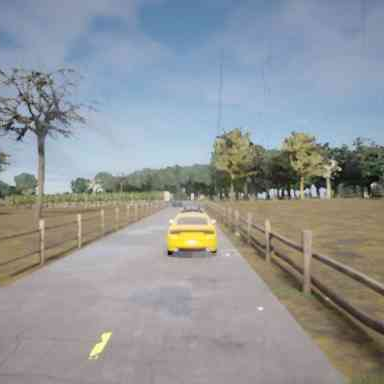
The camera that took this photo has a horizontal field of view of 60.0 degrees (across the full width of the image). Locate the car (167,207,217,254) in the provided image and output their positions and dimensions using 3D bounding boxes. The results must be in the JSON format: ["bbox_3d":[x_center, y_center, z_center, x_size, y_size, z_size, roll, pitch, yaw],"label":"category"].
[{"bbox_3d":[0.017,1.641,14.264,1.882,1.535,5.008,0,0,0],"label":"car"}]

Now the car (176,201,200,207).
[{"bbox_3d":[0.003,1.818,28.540,2.128,1.511,4.902,0,-1,0],"label":"car"}]

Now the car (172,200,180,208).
[{"bbox_3d":[-2.789,2.293,63.624,1.994,1.385,4.181,0,-1,0],"label":"car"}]
